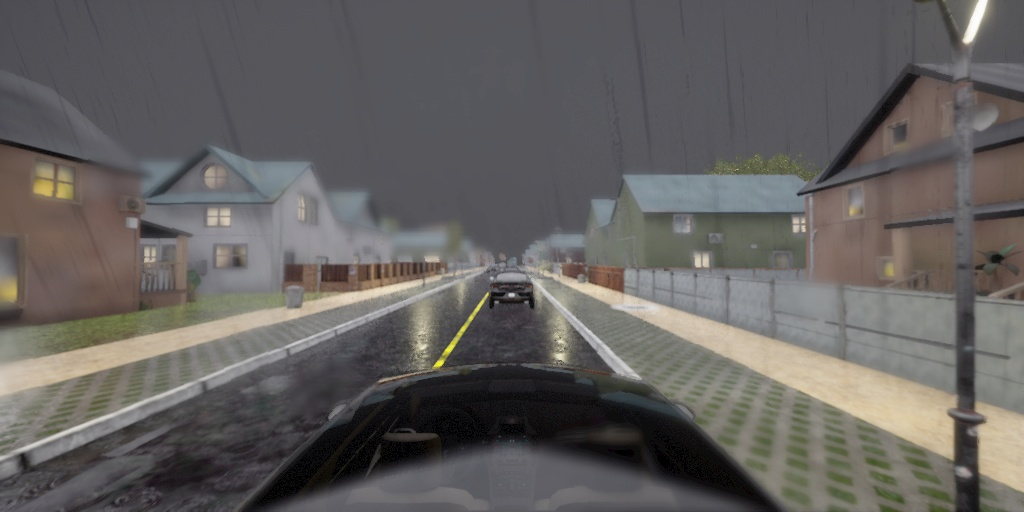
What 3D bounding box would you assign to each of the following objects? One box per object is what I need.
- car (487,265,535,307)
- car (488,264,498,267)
[{"bbox_3d":[-0.009,1.374,16.335,1.882,1.535,5.008,0,0,0],"label":"car"},{"bbox_3d":[-2.810,1.957,56.306,1.994,1.385,4.181,0,-1,0],"label":"car"}]
